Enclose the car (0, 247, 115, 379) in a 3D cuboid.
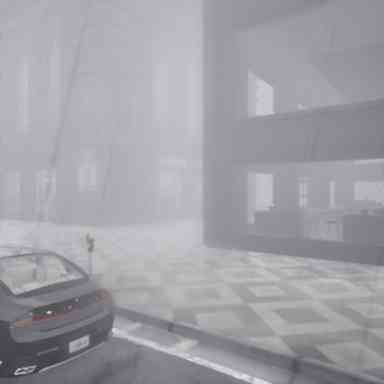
[{"bbox_3d":[-3.096,1.544,5.172,4.403,1.369,2.008,0,0,36],"label":"car"}]
